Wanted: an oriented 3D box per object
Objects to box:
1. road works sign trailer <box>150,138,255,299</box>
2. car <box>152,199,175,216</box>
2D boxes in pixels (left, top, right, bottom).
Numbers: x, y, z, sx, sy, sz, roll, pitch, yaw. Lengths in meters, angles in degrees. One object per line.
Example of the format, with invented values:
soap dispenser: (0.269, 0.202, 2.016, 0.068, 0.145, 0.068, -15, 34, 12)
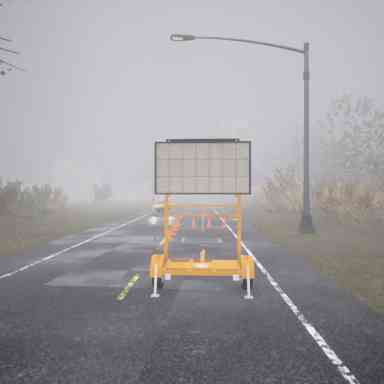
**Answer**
road works sign trailer: (0.273, 0.461, 8.470, 2.380, 3.560, 2.880, 0, 0, 3)
car: (-2.773, 1.464, 32.844, 1.882, 1.535, 5.008, 0, 0, 1)
